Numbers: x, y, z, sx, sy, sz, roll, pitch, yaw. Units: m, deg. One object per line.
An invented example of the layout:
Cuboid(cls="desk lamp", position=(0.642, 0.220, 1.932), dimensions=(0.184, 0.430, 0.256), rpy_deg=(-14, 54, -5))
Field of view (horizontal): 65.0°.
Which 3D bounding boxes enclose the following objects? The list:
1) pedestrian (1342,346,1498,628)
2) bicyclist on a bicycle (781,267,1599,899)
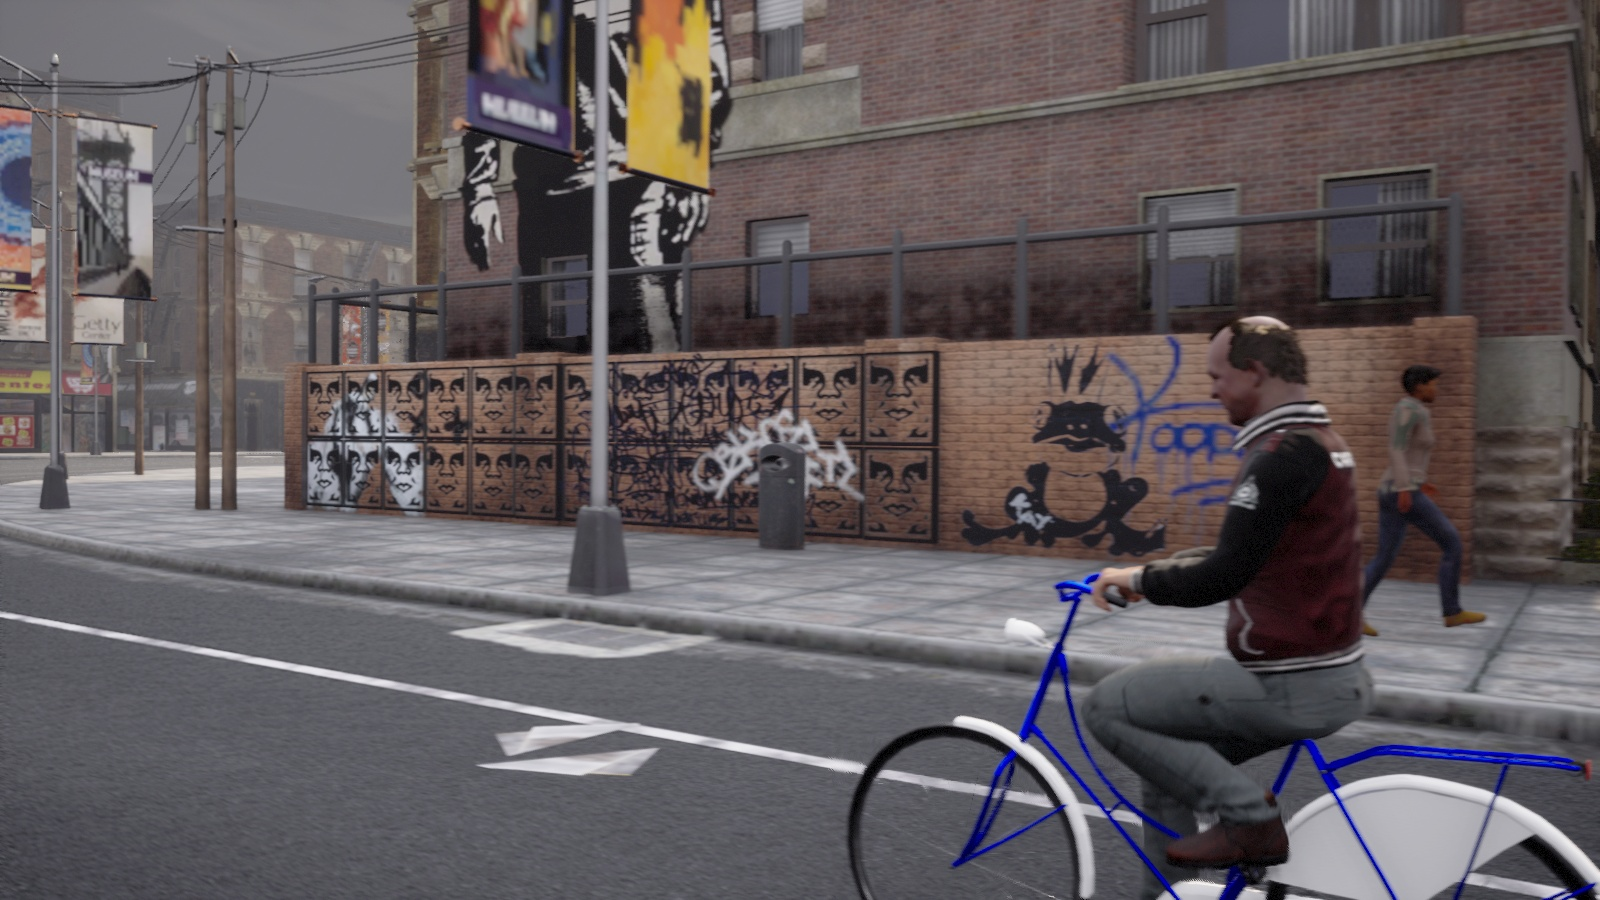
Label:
Cuboid(cls="pedestrian", position=(4.091, 0.239, 8.316), dimensions=(0.869, 1.805, 0.328), rpy_deg=(0, 1, 15))
Cuboid(cls="bicyclist on a bicycle", position=(0.910, 0.554, 3.016), dimensions=(1.843, 1.776, 0.659), rpy_deg=(0, 1, 34))
